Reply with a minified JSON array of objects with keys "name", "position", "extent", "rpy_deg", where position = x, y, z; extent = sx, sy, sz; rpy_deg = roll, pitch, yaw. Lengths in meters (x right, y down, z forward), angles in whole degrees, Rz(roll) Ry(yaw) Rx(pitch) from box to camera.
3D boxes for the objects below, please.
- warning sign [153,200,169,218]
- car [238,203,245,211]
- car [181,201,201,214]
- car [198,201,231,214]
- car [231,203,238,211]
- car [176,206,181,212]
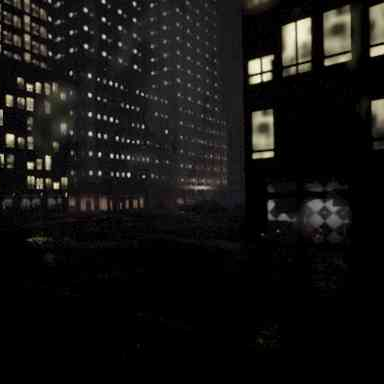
[{"name":"warning sign","position":[-3.229,1.741,34.512],"extent":[1.300,1.860,1.060],"rpy_deg":[0,0,36]},{"name":"car","position":[10.788,2.679,58.532],"extent":[2.033,1.411,5.357],"rpy_deg":[-1,-2,36]},{"name":"car","position":[0.949,2.479,50.539],"extent":[1.882,1.535,5.008],"rpy_deg":[-2,-2,37]},{"name":"car","position":[3.378,2.454,48.360],"extent":[1.812,1.442,4.674],"rpy_deg":[-2,-2,37]},{"name":"car","position":[8.164,2.678,60.451],"extent":[1.882,1.535,5.008],"rpy_deg":[-1,-2,36]},{"name":"car","position":[-0.604,2.789,59.479],"extent":[2.033,1.411,5.357],"rpy_deg":[-2,-2,36]}]
